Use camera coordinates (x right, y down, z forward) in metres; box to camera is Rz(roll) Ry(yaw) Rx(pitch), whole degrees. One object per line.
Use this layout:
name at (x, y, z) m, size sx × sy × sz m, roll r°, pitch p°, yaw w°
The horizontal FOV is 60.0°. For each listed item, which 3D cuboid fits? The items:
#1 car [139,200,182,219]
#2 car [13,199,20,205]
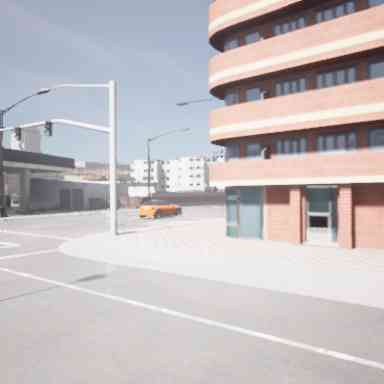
car at (-2.986, 1.563, 32.272) m, size 2.097 × 1.767 × 4.553 m, roll -1°, pitch 0°, yaw 35°
car at (-41.941, 2.352, 83.314) m, size 5.008 × 1.535 × 1.882 m, roll 0°, pitch 0°, yaw -38°
